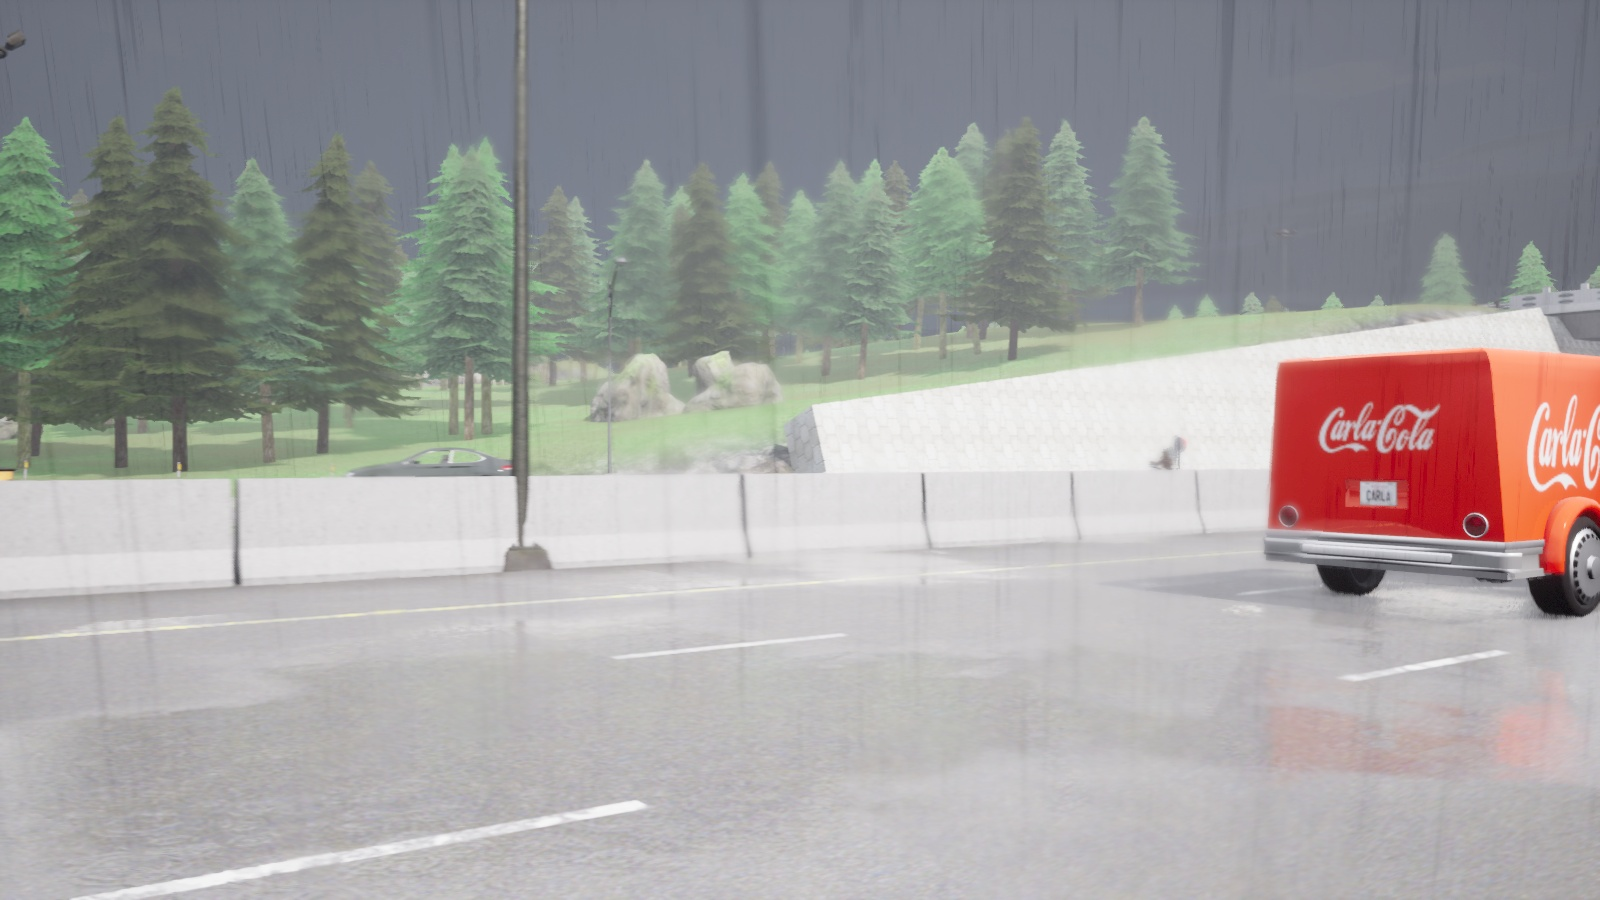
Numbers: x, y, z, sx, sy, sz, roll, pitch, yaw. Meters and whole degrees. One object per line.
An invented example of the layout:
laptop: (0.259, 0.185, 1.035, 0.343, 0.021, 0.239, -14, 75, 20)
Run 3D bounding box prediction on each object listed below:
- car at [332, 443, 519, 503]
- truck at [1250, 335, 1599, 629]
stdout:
car: (-10.720, 0.635, 36.334, 5.027, 1.651, 2.152, 0, 0, -12)
truck: (7.438, 0.274, 13.102, 5.204, 2.467, 2.627, 0, 0, -35)
